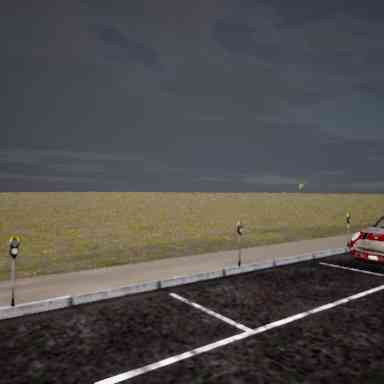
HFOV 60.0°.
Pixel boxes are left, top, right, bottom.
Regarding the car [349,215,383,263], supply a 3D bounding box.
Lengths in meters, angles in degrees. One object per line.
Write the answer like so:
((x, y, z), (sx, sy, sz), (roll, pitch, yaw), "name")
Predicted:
((7.050, 1.442, 11.115), (4.097, 1.590, 1.967), (0, 1, -35), "car")
